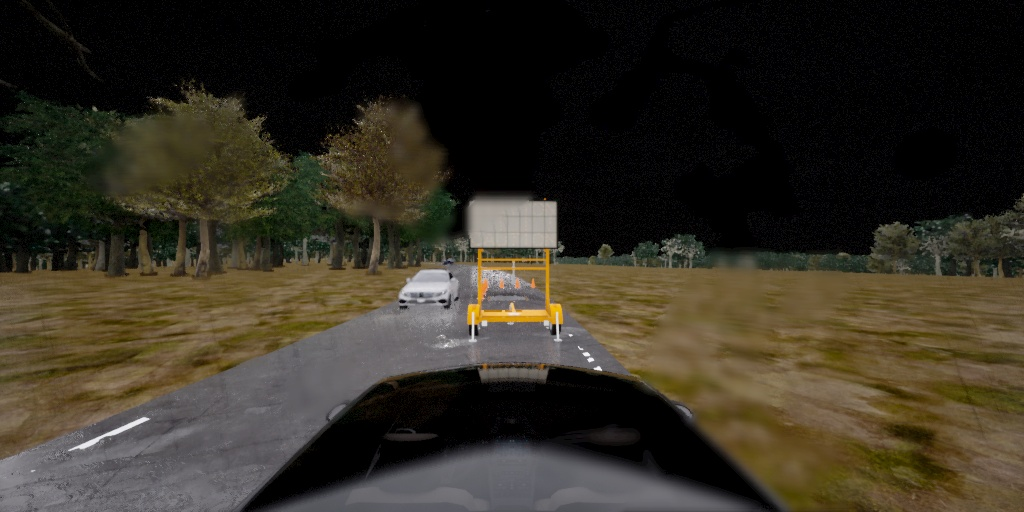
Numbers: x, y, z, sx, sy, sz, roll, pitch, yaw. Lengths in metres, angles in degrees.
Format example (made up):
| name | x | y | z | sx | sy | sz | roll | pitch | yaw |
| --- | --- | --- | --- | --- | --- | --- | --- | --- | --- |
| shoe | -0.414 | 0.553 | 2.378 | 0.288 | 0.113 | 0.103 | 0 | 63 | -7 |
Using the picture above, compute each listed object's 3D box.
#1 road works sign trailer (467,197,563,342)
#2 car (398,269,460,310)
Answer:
| name | x | y | z | sx | sy | sz | roll | pitch | yaw |
| --- | --- | --- | --- | --- | --- | --- | --- | --- | --- |
| road works sign trailer | 0.041 | 0.214 | 9.789 | 2.380 | 3.560 | 2.880 | 0 | 0 | -2 |
| car | -3.222 | 1.274 | 14.735 | 1.812 | 1.442 | 4.674 | 0 | 0 | -2 |
